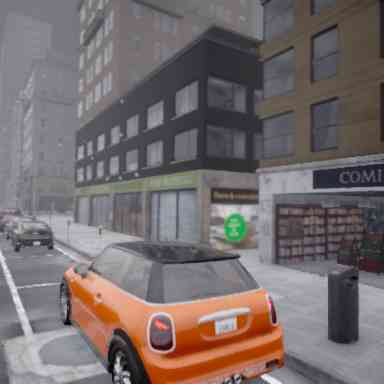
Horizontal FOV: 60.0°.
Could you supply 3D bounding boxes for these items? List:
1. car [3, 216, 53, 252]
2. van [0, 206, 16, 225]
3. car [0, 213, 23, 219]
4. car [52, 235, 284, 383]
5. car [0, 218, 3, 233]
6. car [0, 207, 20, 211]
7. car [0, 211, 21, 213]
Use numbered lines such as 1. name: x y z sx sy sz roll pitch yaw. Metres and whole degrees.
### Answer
1. car: -8.044 2.102 16.609 2.008 1.369 4.403 2 -3 -32
2. van: -19.826 2.456 35.298 1.690 1.788 3.998 2 -3 -32
3. car: -10.991 2.243 21.279 2.008 1.369 4.403 2 -3 -32
4. car: -0.750 1.574 5.534 2.097 1.767 4.553 2 -3 -32
5. car: -6.855 1.640 9.569 2.097 1.767 4.553 2 -3 -32
6. car: -16.879 2.289 30.629 2.192 1.841 5.009 2 -3 -32
7. car: -13.937 2.399 25.948 1.947 1.339 4.313 2 -3 -32
